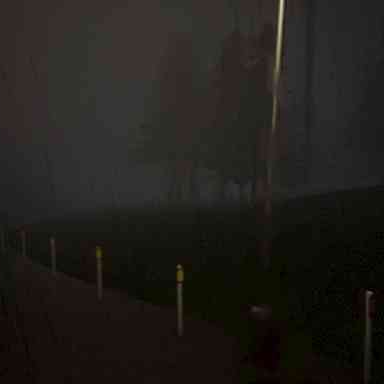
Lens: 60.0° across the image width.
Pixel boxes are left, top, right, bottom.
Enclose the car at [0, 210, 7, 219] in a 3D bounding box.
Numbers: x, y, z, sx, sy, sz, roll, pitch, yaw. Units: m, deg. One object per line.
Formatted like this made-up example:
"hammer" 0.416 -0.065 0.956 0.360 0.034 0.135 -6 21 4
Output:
"car" -21.617 2.261 35.391 2.033 1.411 5.357 3 -2 -7
